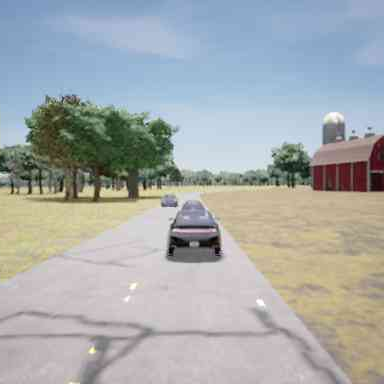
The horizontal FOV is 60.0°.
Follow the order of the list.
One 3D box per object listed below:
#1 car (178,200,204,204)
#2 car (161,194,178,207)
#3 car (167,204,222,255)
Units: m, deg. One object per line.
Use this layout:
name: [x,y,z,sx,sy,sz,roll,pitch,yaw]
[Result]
car: [0.087,1.382,28.782,1.994,1.385,4.181,0,1,0]
car: [-2.835,1.020,42.824,2.097,1.767,4.553,0,1,0]
car: [0.086,1.437,13.001,2.128,1.511,4.902,0,0,0]
